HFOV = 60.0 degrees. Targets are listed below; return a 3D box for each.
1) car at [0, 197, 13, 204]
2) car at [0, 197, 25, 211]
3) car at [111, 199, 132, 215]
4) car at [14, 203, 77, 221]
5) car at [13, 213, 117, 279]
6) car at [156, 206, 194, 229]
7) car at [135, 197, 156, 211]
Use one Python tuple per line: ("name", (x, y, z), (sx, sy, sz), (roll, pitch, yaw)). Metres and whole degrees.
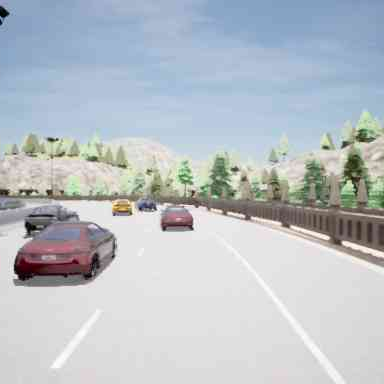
("car", (-39.820, 1.802, 71.016), (1.812, 1.442, 4.674), (0, 0, -42))
("car", (-18.425, 1.558, 34.537), (1.837, 1.490, 4.892), (0, 0, -17))
("car", (-7.337, 1.511, 34.676), (1.882, 1.535, 5.008), (0, 0, -15))
("car", (-7.741, 1.500, 18.752), (2.128, 1.511, 4.902), (0, 0, -6))
("car", (-3.555, 1.564, 10.071), (1.994, 1.385, 4.181), (0, 0, -2))
("car", (-1.082, 1.572, 21.575), (1.994, 1.385, 4.181), (0, 0, -8))
("car", (-5.854, 1.398, 41.574), (2.097, 1.767, 4.553), (0, 0, -18))
